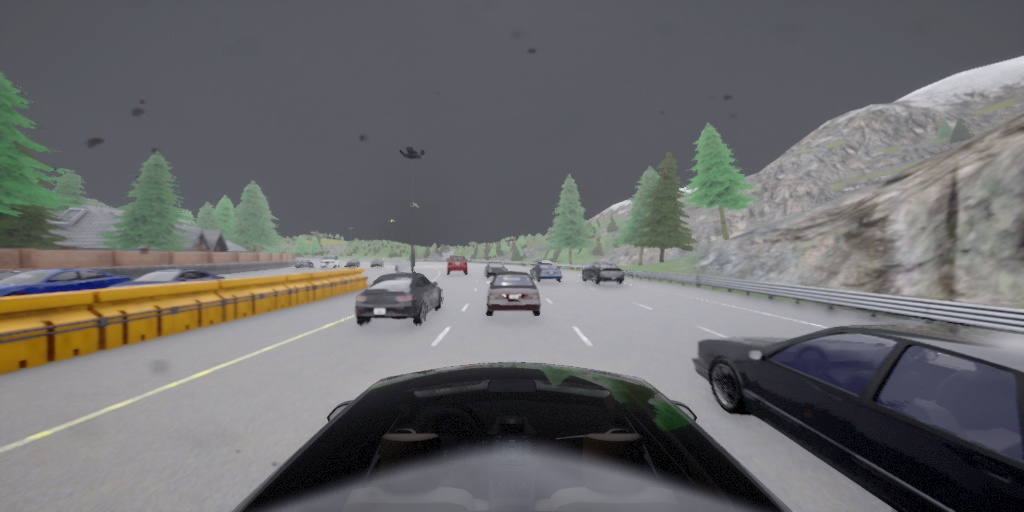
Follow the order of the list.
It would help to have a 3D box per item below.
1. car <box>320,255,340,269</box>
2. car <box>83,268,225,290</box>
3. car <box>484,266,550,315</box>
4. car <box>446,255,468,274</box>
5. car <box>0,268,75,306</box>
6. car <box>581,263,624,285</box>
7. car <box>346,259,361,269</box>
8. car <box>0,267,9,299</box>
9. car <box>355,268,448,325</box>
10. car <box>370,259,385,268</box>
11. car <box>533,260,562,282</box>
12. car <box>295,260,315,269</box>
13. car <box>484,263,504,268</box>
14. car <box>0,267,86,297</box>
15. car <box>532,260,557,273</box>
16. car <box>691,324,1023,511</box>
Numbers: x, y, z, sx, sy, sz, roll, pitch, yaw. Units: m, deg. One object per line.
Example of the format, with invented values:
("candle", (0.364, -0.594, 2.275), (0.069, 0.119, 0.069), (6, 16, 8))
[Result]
("car", (-28.492, 0.942, 56.283), (2.150, 2.045, 5.566), (0, 0, -17))
("car", (-14.282, 1.268, 15.067), (1.812, 1.442, 4.674), (0, 0, -2))
("car", (0.001, 1.286, 13.463), (2.033, 1.411, 5.357), (0, 0, -1))
("car", (-6.112, 0.939, 39.730), (2.150, 2.045, 5.566), (0, 0, -10))
("car", (-21.258, 1.271, 14.381), (1.812, 1.442, 4.674), (0, 0, -2))
("car", (6.334, 1.217, 25.512), (2.128, 1.511, 4.902), (0, 0, -5))
("car", (-24.862, 1.254, 56.452), (2.033, 1.411, 5.357), (0, 0, -17))
("car", (-24.771, 1.251, 14.590), (1.837, 1.490, 4.892), (0, 0, -2))
("car", (-3.491, 1.267, 11.671), (1.812, 1.442, 4.674), (0, 0, -1))
("car", (-21.796, 1.204, 58.275), (1.837, 1.490, 4.892), (0, 0, -17))
("car", (2.563, 1.271, 28.373), (2.033, 1.411, 5.357), (0, 0, -6))
("car", (-31.810, 1.269, 55.106), (1.994, 1.385, 4.181), (0, 0, -17))
("car", (-1.623, 1.321, 33.604), (1.895, 1.301, 4.718), (0, 0, -8))
("car", (-17.752, 1.222, 13.799), (1.882, 1.535, 5.008), (0, 0, -2))
("car", (3.818, 1.234, 43.444), (1.812, 1.442, 4.674), (0, 0, -11))
("car", (3.579, 1.295, 2.900), (2.033, 1.411, 5.357), (0, 0, 1))
